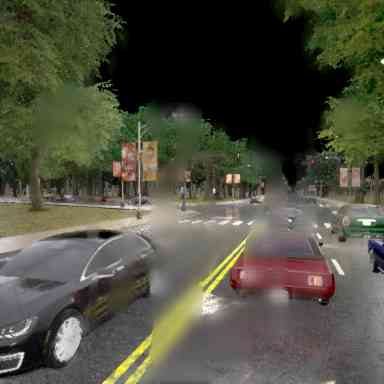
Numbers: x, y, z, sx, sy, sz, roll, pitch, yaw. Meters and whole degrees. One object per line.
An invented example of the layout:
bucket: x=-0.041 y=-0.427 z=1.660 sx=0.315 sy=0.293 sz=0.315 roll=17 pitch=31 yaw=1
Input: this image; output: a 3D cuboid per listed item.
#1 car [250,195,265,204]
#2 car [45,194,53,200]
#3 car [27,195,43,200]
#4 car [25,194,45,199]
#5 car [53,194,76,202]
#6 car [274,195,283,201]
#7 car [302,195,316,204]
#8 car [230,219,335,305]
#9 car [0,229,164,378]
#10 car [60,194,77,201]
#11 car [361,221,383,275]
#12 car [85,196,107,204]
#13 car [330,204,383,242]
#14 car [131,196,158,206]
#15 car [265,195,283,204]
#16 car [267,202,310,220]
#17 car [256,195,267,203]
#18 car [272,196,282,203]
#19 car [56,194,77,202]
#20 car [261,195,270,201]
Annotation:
car: x=12.317 y=1.554 z=63.633 sx=2.033 sy=1.411 sz=5.357 roll=0 pitch=0 yaw=18
car: x=-37.116 y=1.225 z=85.216 sx=4.674 sy=1.442 sz=1.812 roll=0 pitch=0 yaw=40
car: x=-39.090 y=1.298 z=82.629 sx=4.718 sy=1.301 sz=1.895 roll=0 pitch=0 yaw=40
car: x=-36.614 y=1.232 z=76.295 sx=4.902 sy=1.511 sz=2.128 roll=0 pitch=0 yaw=40
car: x=-25.265 y=1.305 z=66.739 sx=4.674 sy=1.442 sz=1.812 roll=0 pitch=0 yaw=40
car: x=21.506 y=1.489 z=82.308 sx=1.882 sy=1.535 sz=5.008 roll=0 pitch=0 yaw=17
car: x=22.859 y=1.512 z=64.278 sx=1.837 sy=1.490 sz=4.892 roll=0 pitch=0 yaw=17
car: x=2.247 y=1.601 z=8.200 sx=1.895 sy=1.301 sz=4.718 roll=0 pitch=0 yaw=17
car: x=-2.031 y=1.505 z=5.965 sx=1.837 sy=1.490 sz=4.892 roll=0 pitch=0 yaw=17
car: x=-29.259 y=1.261 z=78.600 sx=4.674 sy=1.442 sz=1.812 roll=0 pitch=0 yaw=40
car: x=5.455 y=1.601 z=7.593 sx=1.895 sy=1.301 sz=4.718 roll=0 pitch=0 yaw=17
car: x=-17.309 y=1.430 z=59.960 sx=4.718 sy=1.301 sz=1.895 roll=0 pitch=0 yaw=41
car: x=8.055 y=1.352 z=16.197 sx=2.097 sy=1.767 sz=4.553 roll=0 pitch=0 yaw=17
car: x=-7.362 y=1.385 z=51.557 sx=4.902 sy=1.511 sz=2.128 roll=0 pitch=0 yaw=40
car: x=15.392 y=1.554 z=62.591 sx=2.033 sy=1.411 sz=5.357 roll=0 pitch=0 yaw=18
car: x=4.920 y=1.505 z=17.065 sx=1.837 sy=1.490 sz=4.892 roll=0 pitch=0 yaw=17
car: x=15.263 y=1.487 z=73.076 sx=1.882 sy=1.535 sz=5.008 roll=0 pitch=0 yaw=17
car: x=18.455 y=1.604 z=72.396 sx=1.895 sy=1.301 sz=4.718 roll=0 pitch=0 yaw=17
car: x=-27.616 y=1.281 z=72.968 sx=4.902 sy=1.511 sz=2.128 roll=0 pitch=0 yaw=40
car: x=18.285 y=1.535 z=82.887 sx=1.812 sy=1.442 sz=4.674 roll=0 pitch=0 yaw=17
